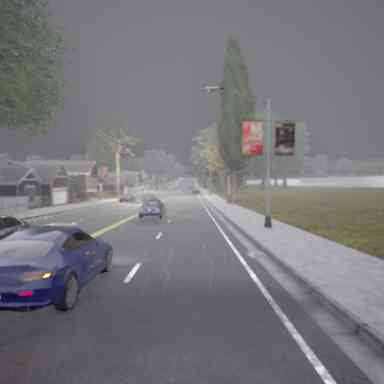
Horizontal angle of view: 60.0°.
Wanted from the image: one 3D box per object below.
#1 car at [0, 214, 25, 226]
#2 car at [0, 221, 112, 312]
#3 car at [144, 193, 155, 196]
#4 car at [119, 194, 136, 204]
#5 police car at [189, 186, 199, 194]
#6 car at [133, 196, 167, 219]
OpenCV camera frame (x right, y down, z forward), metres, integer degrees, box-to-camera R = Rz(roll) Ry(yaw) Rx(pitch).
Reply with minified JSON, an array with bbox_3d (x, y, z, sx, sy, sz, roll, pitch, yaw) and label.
[{"bbox_3d":[-6.601,1.470,10.140,1.837,1.490,4.892,0,0,0],"label":"car"},{"bbox_3d":[-3.151,1.504,7.528,1.812,1.442,4.674,0,0,0],"label":"car"},{"bbox_3d":[-6.583,0.926,51.220,2.128,1.511,4.902,0,1,0],"label":"car"},{"bbox_3d":[-9.829,0.983,51.171,2.033,1.411,5.357,0,1,0],"label":"car"},{"bbox_3d":[0.956,-0.255,89.165,1.930,1.638,5.238,0,2,0],"label":"police car"},{"bbox_3d":[-3.157,1.343,27.123,2.033,1.411,5.357,0,1,0],"label":"car"}]
